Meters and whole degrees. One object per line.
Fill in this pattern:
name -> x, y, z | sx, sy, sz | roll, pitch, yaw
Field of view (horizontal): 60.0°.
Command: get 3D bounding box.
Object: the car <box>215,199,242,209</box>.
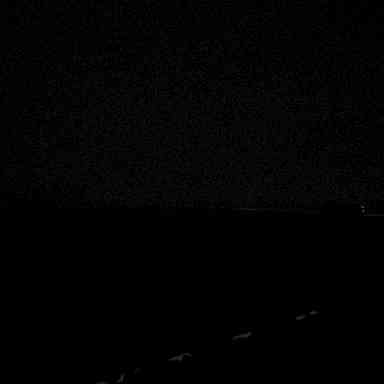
car -> 5.649, 1.790, 51.597 | 2.128, 1.511, 4.902 | 1, -1, -35

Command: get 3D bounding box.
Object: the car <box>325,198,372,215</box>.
car -> 16.849, 1.479, 35.852 | 2.097, 1.767, 4.553 | 1, -1, -35
